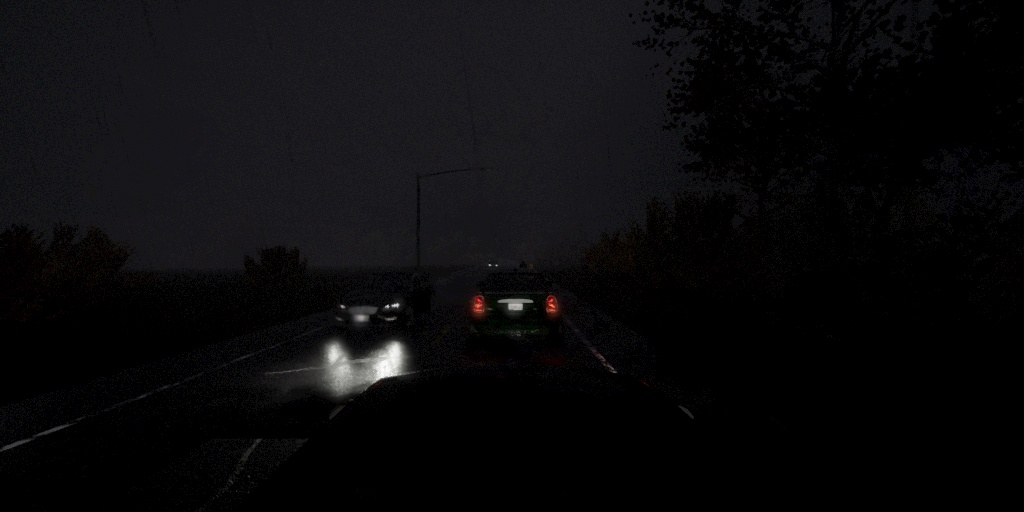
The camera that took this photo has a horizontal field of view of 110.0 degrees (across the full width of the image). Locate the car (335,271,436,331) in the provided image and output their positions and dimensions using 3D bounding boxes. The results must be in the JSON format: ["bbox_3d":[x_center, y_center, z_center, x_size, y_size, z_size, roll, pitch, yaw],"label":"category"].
[{"bbox_3d":[-3.633,1.238,11.087,2.128,1.511,4.902,0,0,0],"label":"car"}]

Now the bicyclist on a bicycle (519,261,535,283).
[{"bbox_3d":[0.903,1.181,17.107,0.866,1.612,1.509,0,0,0],"label":"bicyclist on a bicycle"}]

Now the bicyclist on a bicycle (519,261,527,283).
[{"bbox_3d":[0.840,1.193,27.224,0.582,1.620,1.656,0,0,0],"label":"bicyclist on a bicycle"}]

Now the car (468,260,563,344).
[{"bbox_3d":[0.072,1.099,9.763,2.097,1.767,4.553,0,0,0],"label":"car"}]
